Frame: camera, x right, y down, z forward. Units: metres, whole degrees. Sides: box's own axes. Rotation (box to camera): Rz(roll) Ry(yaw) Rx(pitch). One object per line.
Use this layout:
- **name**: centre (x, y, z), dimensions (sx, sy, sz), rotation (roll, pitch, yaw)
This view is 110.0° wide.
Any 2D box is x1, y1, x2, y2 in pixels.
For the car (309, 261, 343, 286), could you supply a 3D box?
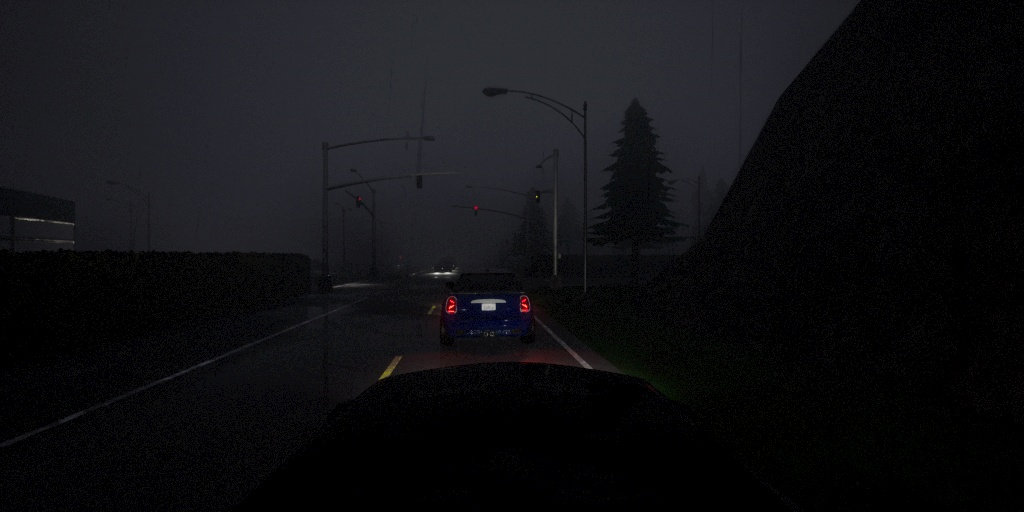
- **car**: centre (-14.134, 1.276, 24.072), dimensions (4.674, 1.442, 1.812), rotation (0, 0, -7)

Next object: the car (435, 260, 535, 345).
- **car**: centre (-0.729, 1.102, 9.727), dimensions (2.097, 1.767, 4.553), rotation (0, 0, -6)

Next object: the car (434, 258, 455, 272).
- **car**: centre (-8.549, 1.314, 44.807), dimensions (1.994, 1.385, 4.181), rotation (0, 0, -7)

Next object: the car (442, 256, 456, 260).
- **car**: centre (-9.650, 0.971, 54.196), dimensions (2.150, 2.045, 5.566), rotation (0, 0, -7)
